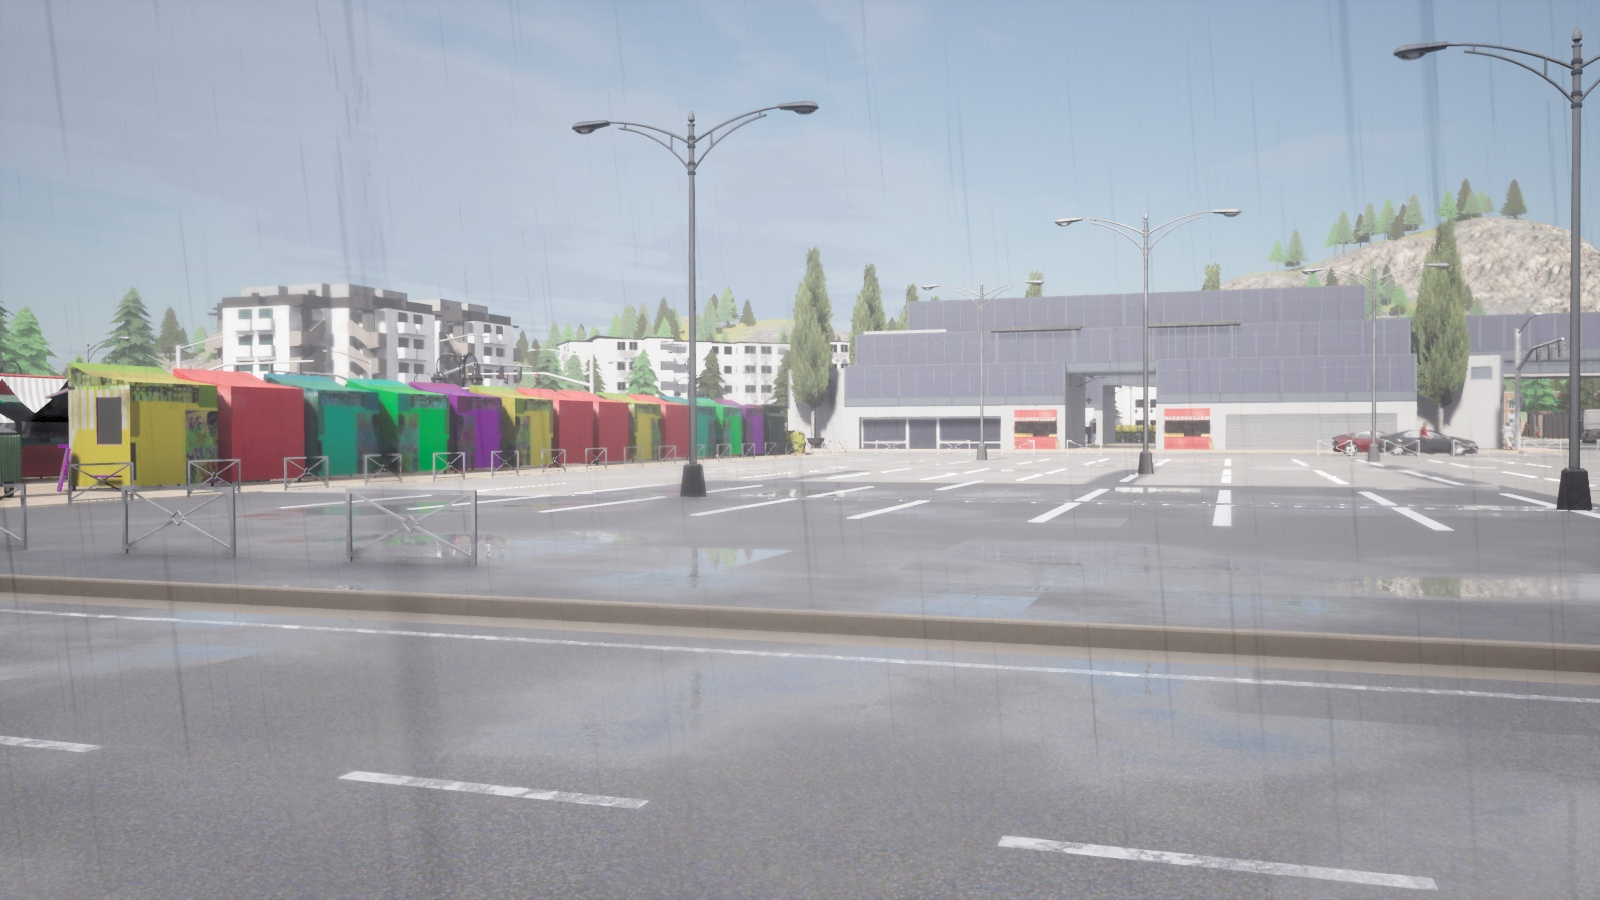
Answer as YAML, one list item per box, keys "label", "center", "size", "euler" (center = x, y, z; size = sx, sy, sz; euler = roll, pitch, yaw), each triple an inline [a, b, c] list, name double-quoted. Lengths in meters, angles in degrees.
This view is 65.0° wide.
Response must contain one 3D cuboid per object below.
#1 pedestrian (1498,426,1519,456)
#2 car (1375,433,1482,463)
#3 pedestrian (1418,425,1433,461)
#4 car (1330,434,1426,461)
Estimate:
- label: "pedestrian"
  center: [44.871, -0.565, 79.537]
  size: [0.874, 1.855, 0.900]
  euler: [0, 1, 11]
- label: "car"
  center: [33.859, -0.122, 67.801]
  size: [4.902, 1.511, 2.128]
  euler: [1, 1, 20]
- label: "pedestrian"
  center: [31.627, -0.358, 63.505]
  size: [0.636, 1.846, 0.331]
  euler: [1, 1, 19]
- label: "car"
  center: [32.991, -0.145, 71.838]
  size: [4.792, 1.488, 2.163]
  euler: [1, 1, 20]
